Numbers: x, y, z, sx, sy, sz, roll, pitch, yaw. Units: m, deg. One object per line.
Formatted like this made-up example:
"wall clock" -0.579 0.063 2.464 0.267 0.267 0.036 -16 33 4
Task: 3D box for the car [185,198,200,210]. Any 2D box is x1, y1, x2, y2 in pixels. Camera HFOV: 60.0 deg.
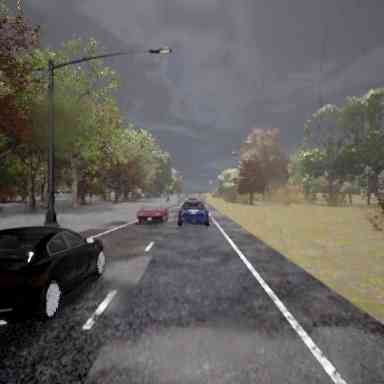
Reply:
"car" 0.098 1.520 43.322 1.837 1.490 4.892 0 0 0

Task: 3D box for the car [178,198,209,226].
"car" 0.099 1.359 23.876 2.097 1.767 4.553 0 0 0

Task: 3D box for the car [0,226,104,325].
"car" -3.365 1.479 7.265 1.882 1.535 5.008 0 0 1

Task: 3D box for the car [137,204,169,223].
"car" -2.910 1.608 25.780 1.895 1.301 4.718 0 0 2
